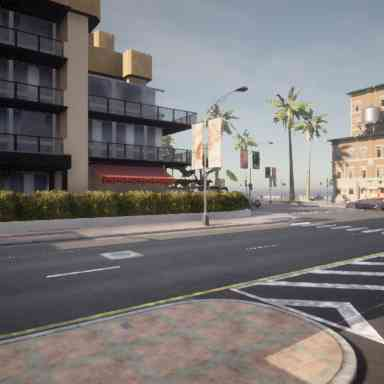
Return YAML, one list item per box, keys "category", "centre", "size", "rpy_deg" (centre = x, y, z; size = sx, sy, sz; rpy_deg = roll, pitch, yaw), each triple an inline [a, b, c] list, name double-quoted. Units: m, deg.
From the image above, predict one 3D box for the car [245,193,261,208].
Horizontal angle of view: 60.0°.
- category: "car"
  centre: [7.430, 1.221, 48.080]
  size: [2.150, 2.045, 5.566]
  rpy_deg: [0, 0, -35]

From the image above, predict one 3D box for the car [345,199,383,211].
- category: "car"
  centre: [21.583, 1.547, 40.380]
  size: [2.033, 1.411, 5.357]
  rpy_deg: [0, 0, -35]
